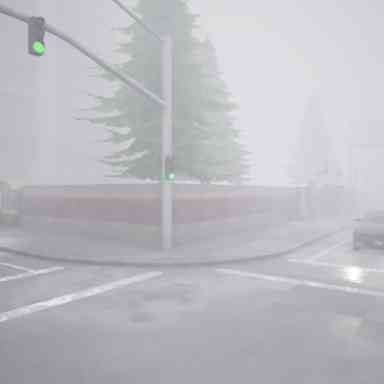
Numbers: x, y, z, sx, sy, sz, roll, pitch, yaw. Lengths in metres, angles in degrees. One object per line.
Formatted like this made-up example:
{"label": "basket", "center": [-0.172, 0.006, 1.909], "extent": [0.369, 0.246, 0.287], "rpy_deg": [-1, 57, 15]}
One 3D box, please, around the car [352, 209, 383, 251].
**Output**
{"label": "car", "center": [7.837, 1.462, 13.407], "extent": [1.882, 1.535, 5.008], "rpy_deg": [0, 0, 36]}

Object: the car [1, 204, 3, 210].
{"label": "car", "center": [-16.484, 1.012, 31.685], "extent": [3.866, 1.878, 1.905], "rpy_deg": [0, 0, 36]}
